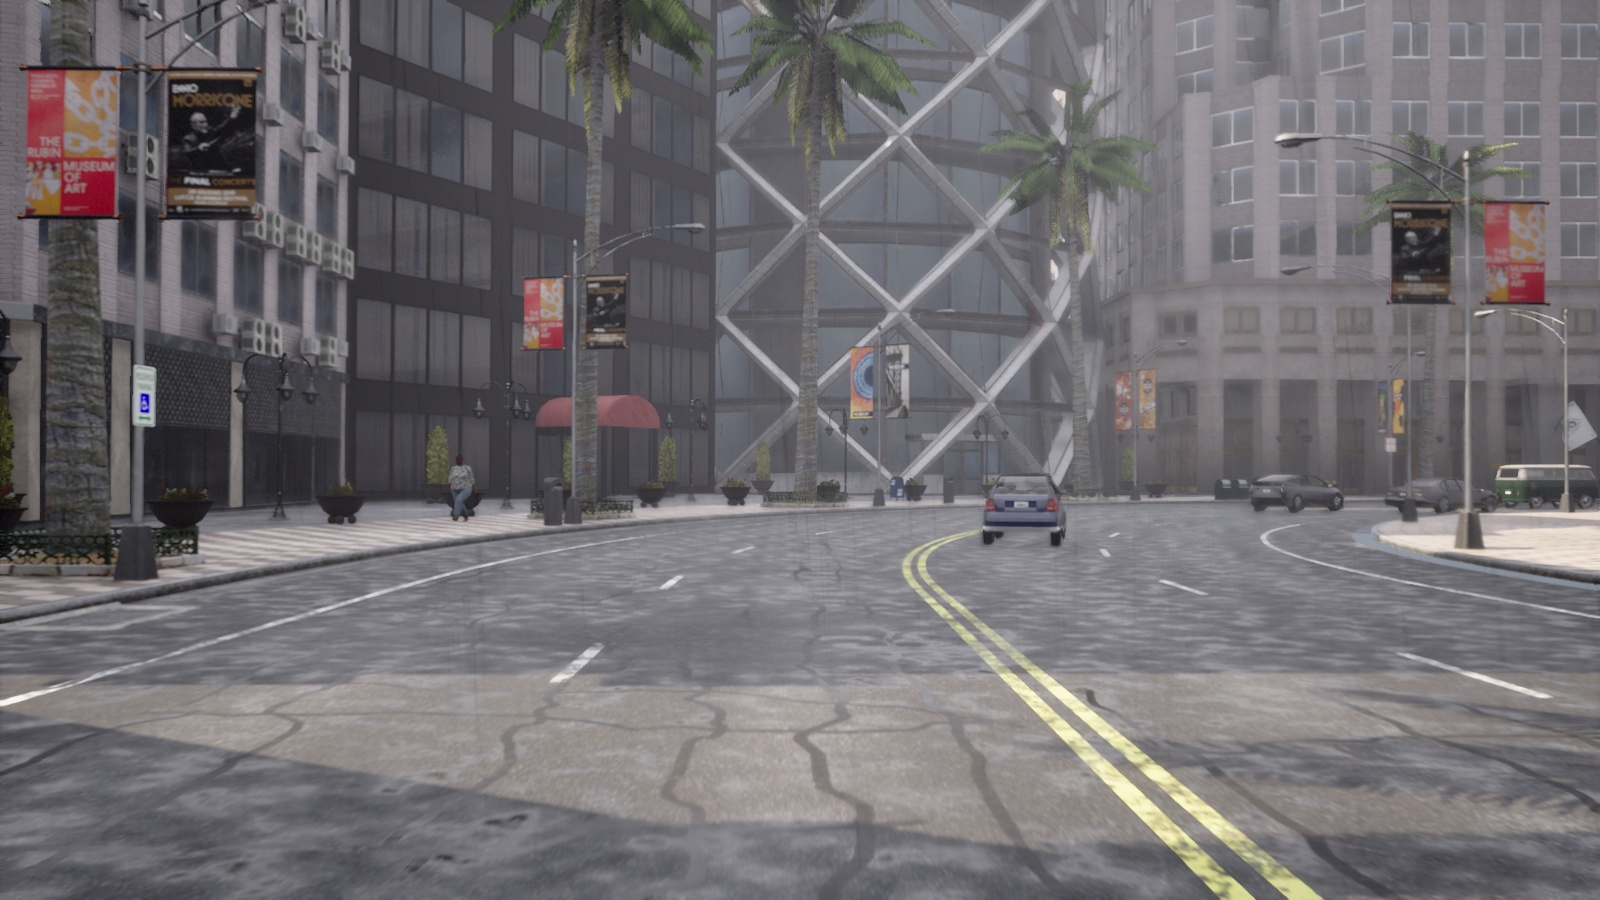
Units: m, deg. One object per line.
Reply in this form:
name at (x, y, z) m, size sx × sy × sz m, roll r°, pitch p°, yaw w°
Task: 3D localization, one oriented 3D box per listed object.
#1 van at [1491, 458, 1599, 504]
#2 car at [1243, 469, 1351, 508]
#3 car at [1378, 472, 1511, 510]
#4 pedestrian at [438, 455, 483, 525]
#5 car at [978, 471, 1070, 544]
van at (33.537, 1.375, 56.248) m, size 4.442 × 1.987 × 1.775 m, roll 0°, pitch -1°, yaw -12°
car at (20.099, 1.531, 50.744) m, size 4.514 × 1.525 × 2.007 m, roll 1°, pitch -1°, yaw -37°
car at (25.726, 1.598, 50.085) m, size 5.357 × 1.411 × 2.033 m, roll 0°, pitch -1°, yaw -29°
pedestrian at (-9.100, 1.072, 33.697) m, size 0.874 × 1.855 × 0.900 m, roll 0°, pitch -1°, yaw 10°
car at (5.138, 1.250, 28.524) m, size 1.789 × 1.549 × 3.705 m, roll -1°, pitch -1°, yaw 14°
